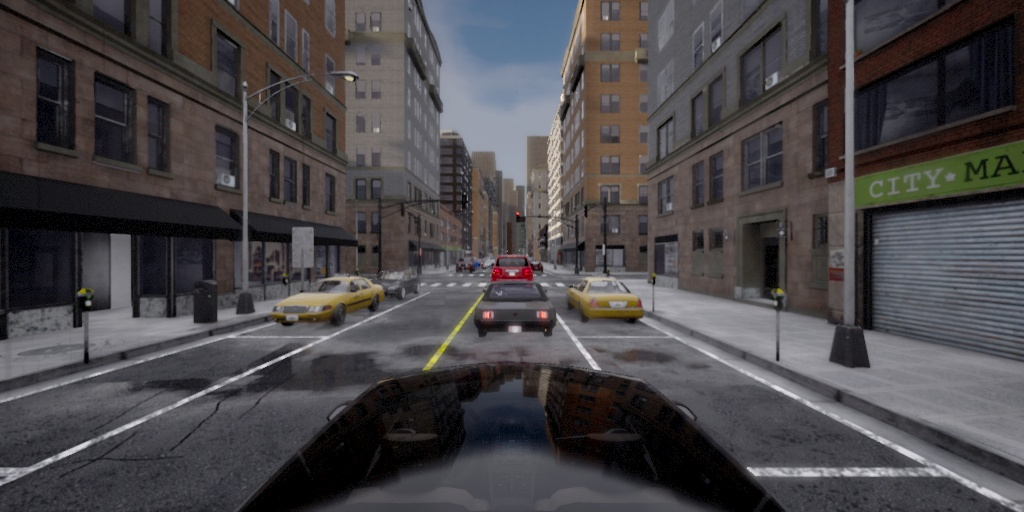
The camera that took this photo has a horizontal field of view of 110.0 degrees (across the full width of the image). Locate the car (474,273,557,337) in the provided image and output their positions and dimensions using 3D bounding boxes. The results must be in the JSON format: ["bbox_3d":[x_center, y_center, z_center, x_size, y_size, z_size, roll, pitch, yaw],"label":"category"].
[{"bbox_3d":[0.085,1.346,10.223,1.895,1.301,4.718,0,0,0],"label":"car"}]

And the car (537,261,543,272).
[{"bbox_3d":[2.874,1.281,44.112,1.888,1.381,4.507,0,0,0],"label":"car"}]

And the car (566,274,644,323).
[{"bbox_3d":[2.861,1.269,11.983,1.751,1.417,4.829,0,0,0],"label":"car"}]

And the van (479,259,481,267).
[{"bbox_3d":[-5.649,1.076,49.617,1.690,1.789,3.998,0,0,0],"label":"van"}]

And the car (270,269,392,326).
[{"bbox_3d":[-5.664,1.269,11.647,1.751,1.417,4.829,0,0,0],"label":"car"}]

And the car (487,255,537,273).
[{"bbox_3d":[0.008,0.962,19.992,2.150,2.045,5.566,0,0,0],"label":"car"}]

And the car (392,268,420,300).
[{"bbox_3d":[-5.662,1.292,17.343,2.007,1.370,4.403,0,0,0],"label":"car"}]

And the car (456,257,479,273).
[{"bbox_3d":[-5.652,1.050,44.116,2.192,1.841,5.009,0,0,0],"label":"car"}]

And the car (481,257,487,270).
[{"bbox_3d":[-3.072,1.261,50.729,1.812,1.442,4.674,0,0,0],"label":"car"}]
